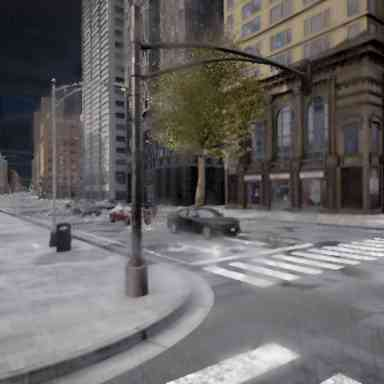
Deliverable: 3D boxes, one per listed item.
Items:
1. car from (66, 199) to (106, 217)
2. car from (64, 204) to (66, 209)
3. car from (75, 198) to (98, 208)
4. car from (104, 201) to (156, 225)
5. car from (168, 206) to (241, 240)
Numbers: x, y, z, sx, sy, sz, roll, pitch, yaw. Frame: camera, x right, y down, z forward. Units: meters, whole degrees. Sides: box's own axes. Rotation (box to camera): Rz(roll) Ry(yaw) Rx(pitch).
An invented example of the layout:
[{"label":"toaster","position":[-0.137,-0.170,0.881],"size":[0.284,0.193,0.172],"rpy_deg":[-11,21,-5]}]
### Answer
[{"label":"car","position":[-11.039,1.807,34.473],"size":[2.033,1.411,5.357],"rpy_deg":[0,0,-35]},{"label":"car","position":[-17.375,1.877,49.269],"size":[2.033,1.411,5.357],"rpy_deg":[0,0,-35]},{"label":"car","position":[-17.444,1.823,54.834],"size":[2.128,1.511,4.902],"rpy_deg":[0,0,-35]},{"label":"car","position":[-4.898,1.708,25.828],"size":[1.812,1.442,4.674],"rpy_deg":[0,0,-35]},{"label":"car","position":[0.546,1.581,18.174],"size":[1.882,1.535,5.008],"rpy_deg":[0,0,-35]}]
